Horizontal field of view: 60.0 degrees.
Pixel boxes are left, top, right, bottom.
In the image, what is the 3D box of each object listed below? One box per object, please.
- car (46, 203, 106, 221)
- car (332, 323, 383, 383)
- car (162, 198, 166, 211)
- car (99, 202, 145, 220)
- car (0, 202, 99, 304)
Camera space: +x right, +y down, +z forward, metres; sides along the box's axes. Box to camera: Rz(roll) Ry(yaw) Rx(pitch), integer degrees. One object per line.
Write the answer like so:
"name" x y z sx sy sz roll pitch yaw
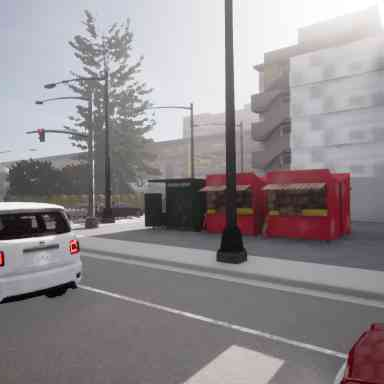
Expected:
"car" -10.122 1.732 29.407 1.895 1.301 4.718 -1 -1 36
"car" 3.232 1.601 1.679 4.718 1.301 1.895 0 0 35
"car" -4.161 1.482 37.621 2.097 1.767 4.553 -1 -1 36
"car" -6.269 1.573 28.477 2.128 1.511 4.902 -1 -1 36
"car" -4.784 1.234 7.361 5.566 2.045 2.150 0 0 36
